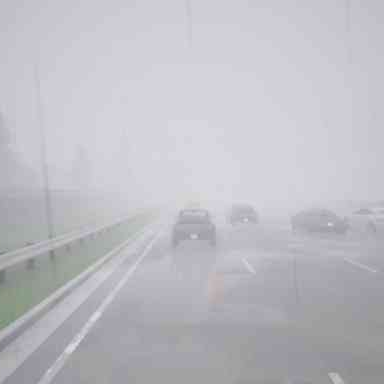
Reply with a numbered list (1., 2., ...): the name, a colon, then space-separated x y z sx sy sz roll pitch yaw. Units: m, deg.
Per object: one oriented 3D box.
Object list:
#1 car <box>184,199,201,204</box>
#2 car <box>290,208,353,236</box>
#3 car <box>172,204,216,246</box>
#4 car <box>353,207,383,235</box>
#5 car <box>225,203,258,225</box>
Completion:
1. car: 0.068 1.597 38.424 1.882 1.535 5.008 0 0 0
2. car: 7.085 1.625 19.061 1.994 1.385 4.181 0 0 0
3. car: 0.087 1.540 15.440 2.128 1.511 4.902 0 0 0
4. car: 10.587 1.588 19.336 1.812 1.442 4.674 0 0 0
5. car: 3.581 1.583 24.476 1.837 1.490 4.892 0 0 0
